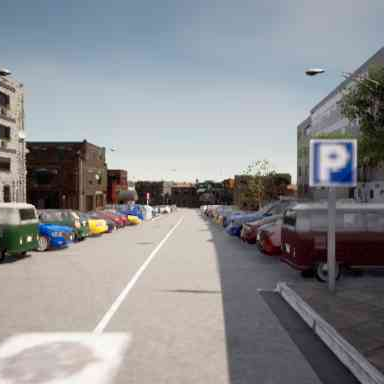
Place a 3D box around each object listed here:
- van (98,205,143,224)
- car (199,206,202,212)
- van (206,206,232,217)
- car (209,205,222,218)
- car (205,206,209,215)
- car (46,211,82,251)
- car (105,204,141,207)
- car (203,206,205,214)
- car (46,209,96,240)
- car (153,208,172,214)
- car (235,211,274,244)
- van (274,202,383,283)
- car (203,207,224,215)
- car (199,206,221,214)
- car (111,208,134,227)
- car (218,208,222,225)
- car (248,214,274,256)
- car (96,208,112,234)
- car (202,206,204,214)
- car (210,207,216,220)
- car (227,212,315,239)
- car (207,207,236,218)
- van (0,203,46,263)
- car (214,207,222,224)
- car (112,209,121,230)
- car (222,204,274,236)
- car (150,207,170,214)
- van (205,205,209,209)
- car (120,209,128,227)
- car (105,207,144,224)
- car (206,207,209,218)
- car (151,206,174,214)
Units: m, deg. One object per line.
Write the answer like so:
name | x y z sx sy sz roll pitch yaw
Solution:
van | -7.796 2.443 36.605 4.442 1.987 1.878 0 -2 0
car | 4.678 3.766 67.587 5.566 2.045 2.435 0 -2 0
van | 4.767 3.428 59.211 4.442 1.987 1.878 0 -2 0
car | 4.618 2.679 39.672 4.553 1.767 2.185 0 -2 0
car | 4.656 3.048 45.247 4.892 1.521 2.231 0 -2 0
car | -7.685 1.704 14.286 5.008 1.535 2.097 0 -2 0
car | -7.708 2.297 33.817 5.566 2.045 2.435 0 -2 0
car | 4.645 3.295 50.954 5.008 1.535 2.097 0 -2 0
car | -7.648 1.695 17.079 4.553 1.767 2.185 0 -2 0
car | -7.676 4.848 85.801 4.674 1.452 2.002 0 -2 0
car | 4.650 1.719 14.605 5.008 1.535 2.097 0 -3 0
van | 4.767 1.312 8.996 4.442 1.987 1.878 0 -2 0
car | 4.682 4.134 73.162 4.553 1.767 2.185 0 -2 0
car | 4.623 4.615 87.123 5.566 2.045 2.435 0 -2 0
car | -7.677 2.346 28.228 4.674 1.452 2.002 0 -2 0
car | 4.680 2.227 25.708 4.792 1.488 2.163 0 -2 0
car | 4.680 1.646 11.773 4.792 1.488 2.163 0 -2 0
car | -7.865 1.944 19.989 5.366 1.575 1.946 0 -2 0
car | 4.679 3.804 61.994 4.792 1.488 2.163 0 -3 0
car | 4.836 2.559 34.083 5.366 1.575 1.946 0 -3 0
car | 4.621 1.985 20.126 4.792 1.488 2.163 0 -2 0
car | 4.681 3.285 53.626 4.553 1.767 2.185 0 -2 0
van | -7.796 1.381 11.521 4.442 1.987 1.878 0 -2 0
car | 4.836 2.316 28.501 5.366 1.575 1.946 0 -2 0
car | -7.651 2.098 22.777 4.792 1.488 2.163 0 -2 0
car | 4.622 1.583 17.348 5.566 2.045 2.435 0 -2 0
car | -7.648 4.421 79.813 4.553 1.767 2.185 0 -3 0
van | 4.534 2.942 48.048 4.442 1.987 1.878 0 -2 0
car | -7.677 2.230 25.563 4.674 1.452 2.002 0 -2 0
car | -7.494 2.429 31.143 5.366 1.575 1.946 0 -2 0
car | 4.644 2.927 42.455 4.892 1.521 2.231 0 -2 0
car | -7.708 4.174 77.008 5.566 2.045 2.435 0 -2 0
